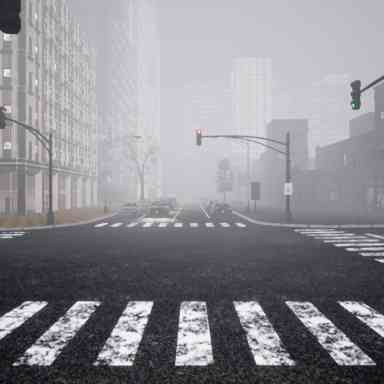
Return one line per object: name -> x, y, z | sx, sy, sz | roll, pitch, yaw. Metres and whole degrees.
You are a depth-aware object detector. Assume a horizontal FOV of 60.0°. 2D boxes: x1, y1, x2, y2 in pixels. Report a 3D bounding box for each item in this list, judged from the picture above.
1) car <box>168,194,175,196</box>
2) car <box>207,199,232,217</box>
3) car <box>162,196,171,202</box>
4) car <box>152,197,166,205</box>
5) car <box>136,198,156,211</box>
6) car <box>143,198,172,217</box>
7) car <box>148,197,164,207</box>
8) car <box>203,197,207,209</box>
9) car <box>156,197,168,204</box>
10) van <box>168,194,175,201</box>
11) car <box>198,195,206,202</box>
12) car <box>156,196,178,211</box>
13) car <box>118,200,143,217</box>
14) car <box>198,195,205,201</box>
car -> -3.117, 1.500, 50.943 | 1.882, 1.535, 5.008 | 0, 0, 0
car -> 2.675, 1.554, 30.821 | 1.887, 1.381, 4.507 | 0, 0, 0
car -> -5.732, 1.631, 75.143 | 1.802, 1.307, 4.206 | 0, 0, 0
car -> -5.722, 1.594, 58.520 | 1.947, 1.339, 4.313 | 0, 0, 0
car -> -5.713, 1.541, 41.728 | 1.752, 1.417, 4.829 | 0, 0, 0
car -> -3.135, 1.573, 30.997 | 1.994, 1.385, 4.181 | 0, 0, -2
car -> -5.718, 1.574, 52.980 | 2.008, 1.369, 4.403 | 0, 0, 0
car -> 2.668, 1.598, 41.903 | 1.802, 1.307, 4.206 | 0, 0, 0
car -> -5.726, 1.600, 64.062 | 1.947, 1.339, 4.313 | 0, 0, 0
van -> -5.741, 1.414, 91.766 | 1.690, 1.788, 3.998 | 0, 0, 0
car -> 2.649, 1.600, 75.148 | 2.008, 1.369, 4.403 | 0, 0, 0
car -> -3.120, 1.579, 40.960 | 1.994, 1.385, 4.181 | 0, 0, 0
car -> -5.707, 1.591, 30.816 | 1.802, 1.307, 4.206 | 0, 0, 0
car -> 2.639, 1.639, 91.771 | 1.947, 1.339, 4.313 | 0, 0, 0
